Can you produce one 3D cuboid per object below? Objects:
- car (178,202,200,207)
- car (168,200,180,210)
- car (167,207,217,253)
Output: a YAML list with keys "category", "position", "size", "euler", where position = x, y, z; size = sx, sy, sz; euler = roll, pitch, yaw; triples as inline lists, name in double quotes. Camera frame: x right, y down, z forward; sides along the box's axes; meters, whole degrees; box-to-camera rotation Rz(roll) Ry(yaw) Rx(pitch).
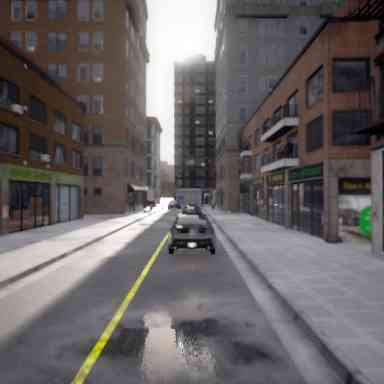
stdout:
- category: "car"
  position: [-0.002, 1.806, 29.374]
  size: [1.812, 1.442, 4.674]
  euler: [0, 0, 0]
- category: "car"
  position: [-2.769, 1.991, 53.243]
  size: [1.882, 1.535, 5.008]
  euler: [0, -1, 0]
- category: "car"
  position: [0.002, 1.643, 14.281]
  size: [1.837, 1.490, 4.892]
  euler: [0, 0, 0]
